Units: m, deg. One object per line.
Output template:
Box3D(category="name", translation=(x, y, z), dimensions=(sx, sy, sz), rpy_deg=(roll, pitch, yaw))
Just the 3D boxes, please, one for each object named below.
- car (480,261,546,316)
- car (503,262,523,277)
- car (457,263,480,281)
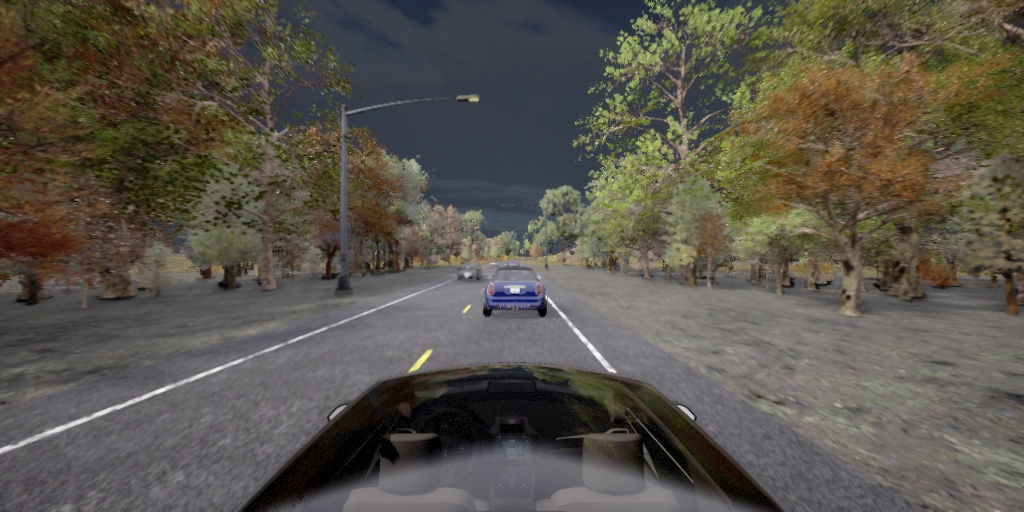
Box3D(category="car", translation=(0.100, 1.158, 13.859), dimensions=(2.097, 1.767, 4.553), rpy_deg=(0, 0, 0))
Box3D(category="car", translation=(0.097, 1.409, 39.867), dimensions=(2.128, 1.511, 4.902), rpy_deg=(0, 0, 0))
Box3D(category="car", translation=(-3.593, 1.372, 31.256), dimensions=(2.128, 1.511, 4.902), rpy_deg=(0, 0, 0))
